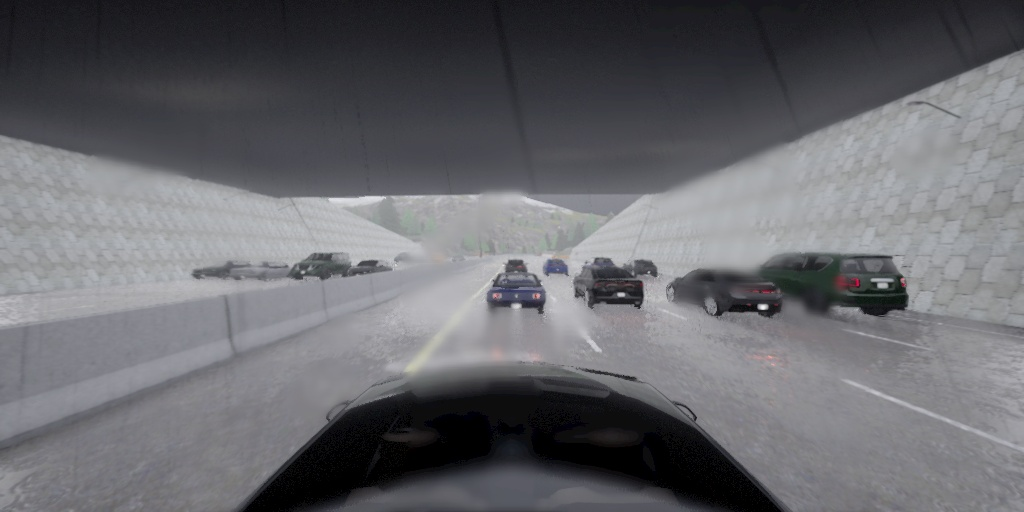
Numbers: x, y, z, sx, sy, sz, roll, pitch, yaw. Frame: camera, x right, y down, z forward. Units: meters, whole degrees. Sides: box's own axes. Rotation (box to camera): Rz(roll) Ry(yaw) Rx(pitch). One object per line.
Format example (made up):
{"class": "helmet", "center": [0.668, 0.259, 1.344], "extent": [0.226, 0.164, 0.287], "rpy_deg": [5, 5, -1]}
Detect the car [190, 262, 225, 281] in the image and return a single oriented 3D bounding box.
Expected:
{"class": "car", "center": [-20.906, 1.080, 26.564], "extent": [1.895, 1.301, 4.718], "rpy_deg": [0, 1, 1]}

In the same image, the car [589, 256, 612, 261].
{"class": "car", "center": [7.324, 0.868, 30.393], "extent": [2.097, 1.767, 4.553], "rpy_deg": [0, 1, 1]}

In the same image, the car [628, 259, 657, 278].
{"class": "car", "center": [10.828, 1.026, 30.718], "extent": [1.837, 1.490, 4.892], "rpy_deg": [0, 0, 1]}

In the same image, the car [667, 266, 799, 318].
{"class": "car", "center": [7.171, 1.177, 12.622], "extent": [1.837, 1.490, 4.892], "rpy_deg": [0, 1, 1]}

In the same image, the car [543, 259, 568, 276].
{"class": "car", "center": [3.842, 0.968, 32.244], "extent": [1.882, 1.535, 5.008], "rpy_deg": [0, 1, 1]}

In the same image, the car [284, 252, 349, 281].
{"class": "car", "center": [-13.906, 0.720, 26.648], "extent": [2.150, 2.045, 5.566], "rpy_deg": [0, 0, 0]}

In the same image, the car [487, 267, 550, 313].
{"class": "car", "center": [0.178, 1.249, 13.330], "extent": [1.895, 1.301, 4.718], "rpy_deg": [0, 1, 1]}

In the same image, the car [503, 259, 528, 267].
{"class": "car", "center": [0.328, 0.999, 30.803], "extent": [1.837, 1.490, 4.892], "rpy_deg": [0, 0, 1]}

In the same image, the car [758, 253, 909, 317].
{"class": "car", "center": [10.677, 0.901, 12.991], "extent": [2.150, 2.045, 5.566], "rpy_deg": [0, 1, 0]}

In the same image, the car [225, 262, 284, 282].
{"class": "car", "center": [-17.417, 1.098, 25.493], "extent": [1.895, 1.301, 4.718], "rpy_deg": [0, 1, 1]}

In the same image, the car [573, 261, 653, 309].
{"class": "car", "center": [3.684, 1.124, 14.468], "extent": [1.882, 1.535, 5.008], "rpy_deg": [0, 1, 1]}

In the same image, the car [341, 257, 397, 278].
{"class": "car", "center": [-10.407, 1.011, 26.550], "extent": [1.837, 1.490, 4.892], "rpy_deg": [0, 0, 1]}
